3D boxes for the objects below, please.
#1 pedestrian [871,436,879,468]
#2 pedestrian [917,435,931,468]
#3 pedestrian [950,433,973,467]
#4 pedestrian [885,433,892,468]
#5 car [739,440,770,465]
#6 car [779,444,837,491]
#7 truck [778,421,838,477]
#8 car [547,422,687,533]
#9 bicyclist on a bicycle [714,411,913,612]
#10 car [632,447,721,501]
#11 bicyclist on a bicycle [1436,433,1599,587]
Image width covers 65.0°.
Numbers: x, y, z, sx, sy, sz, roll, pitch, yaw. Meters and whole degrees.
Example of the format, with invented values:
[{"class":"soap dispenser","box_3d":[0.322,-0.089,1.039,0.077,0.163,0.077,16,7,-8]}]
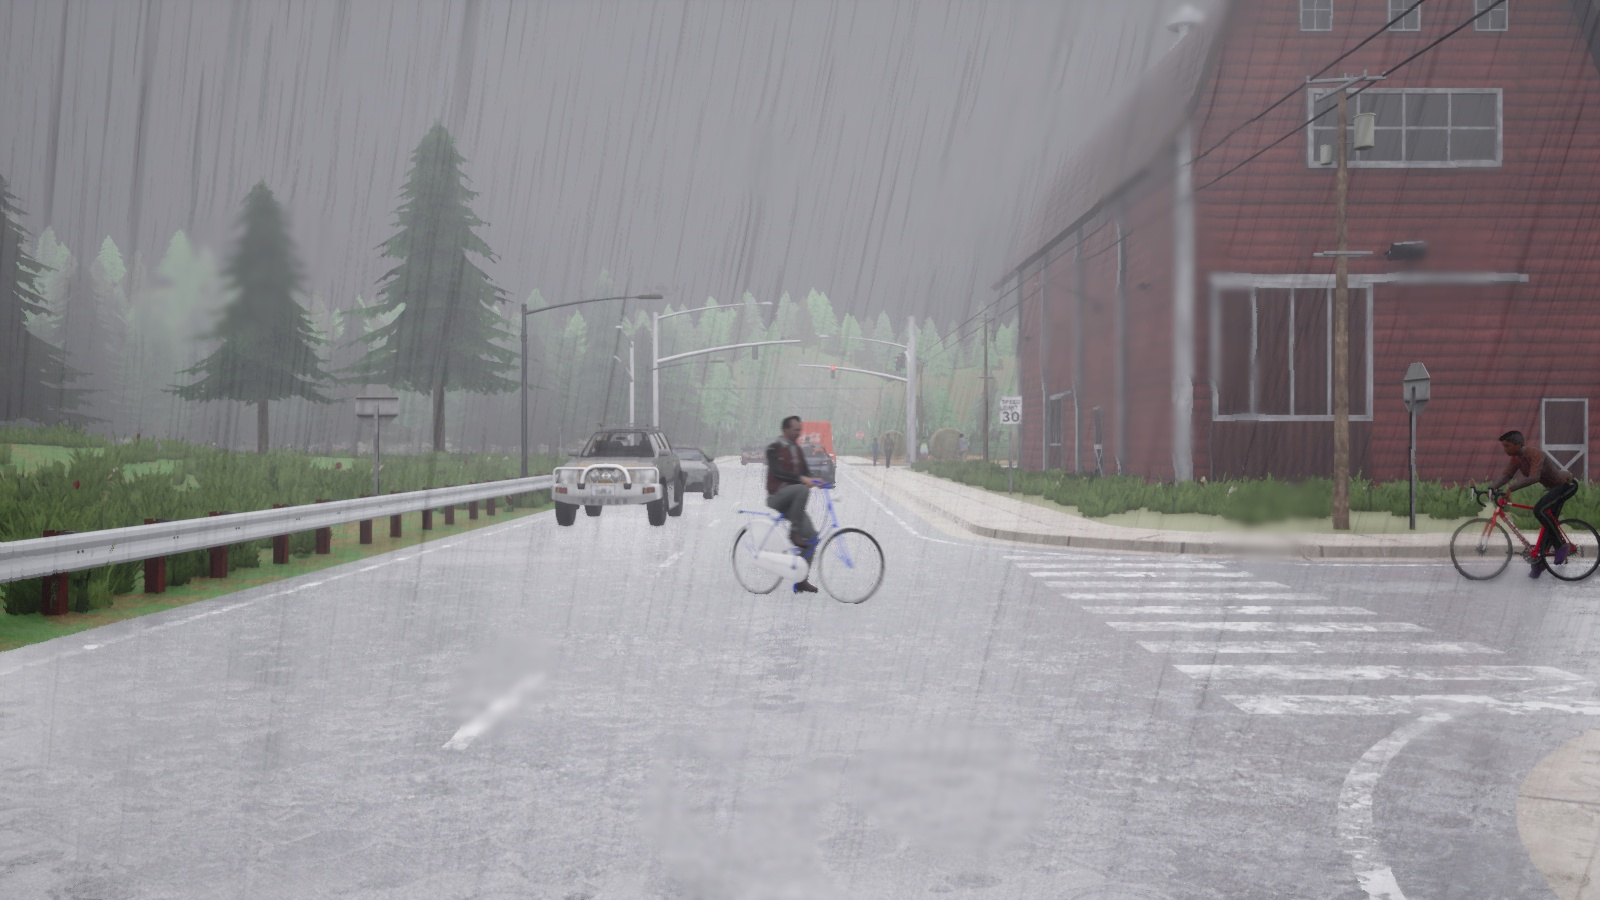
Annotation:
[{"class":"pedestrian","box_3d":[4.546,0.095,76.225,0.396,1.930,0.692,0,0,-4]},{"class":"pedestrian","box_3d":[7.526,0.097,76.260,0.659,1.952,0.873,0,0,-4]},{"class":"pedestrian","box_3d":[8.856,-0.008,68.840,0.874,1.855,0.900,0,0,-34]},{"class":"pedestrian","box_3d":[4.616,0.029,65.640,0.328,1.805,0.869,0,0,2]},{"class":"car","box_3d":[-3.006,0.170,83.678,1.851,1.617,3.988,0,0,0]},{"class":"car","box_3d":[0.253,0.526,41.552,1.816,1.474,4.193,0,0,0]},{"class":"truck","box_3d":[0.345,-0.065,57.582,2.627,2.467,5.204,0,0,0]},{"class":"car","box_3d":[-3.346,0.420,23.852,1.932,1.855,4.605,0,2,1]},{"class":"bicyclist on a bicycle","box_3d":[0.103,0.550,11.892,1.843,1.776,0.659,0,-2,39]},{"class":"car","box_3d":[-3.289,0.614,34.272,1.994,1.385,4.181,0,0,0]},{"class":"bicyclist on a bicycle","box_3d":[7.813,0.629,13.494,1.656,1.620,0.582,0,0,-1]}]
